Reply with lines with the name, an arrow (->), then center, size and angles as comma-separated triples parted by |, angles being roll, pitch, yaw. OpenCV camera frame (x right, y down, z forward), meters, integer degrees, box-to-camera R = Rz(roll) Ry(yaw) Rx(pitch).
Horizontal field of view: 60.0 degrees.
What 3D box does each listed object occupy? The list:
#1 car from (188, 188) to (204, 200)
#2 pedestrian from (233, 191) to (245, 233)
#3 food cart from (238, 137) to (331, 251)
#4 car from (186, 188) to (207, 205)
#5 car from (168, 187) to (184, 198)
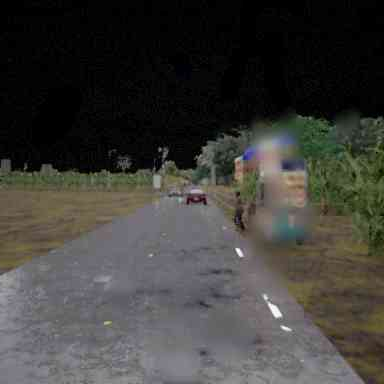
car -> 0.523, 0.169, 42.760 | 1.994, 1.385, 4.181 | 0, 2, 1
pedestrian -> 2.023, 0.818, 14.448 | 0.375, 1.860, 0.375 | 1, 1, 1
food cart -> 3.235, 0.044, 12.813 | 2.280, 3.560, 4.660 | -1, 1, 1
car -> 0.460, 0.402, 32.897 | 1.882, 1.535, 5.008 | 0, 2, 1
car -> -2.181, 0.070, 45.765 | 1.994, 1.385, 4.181 | 0, 2, 2
